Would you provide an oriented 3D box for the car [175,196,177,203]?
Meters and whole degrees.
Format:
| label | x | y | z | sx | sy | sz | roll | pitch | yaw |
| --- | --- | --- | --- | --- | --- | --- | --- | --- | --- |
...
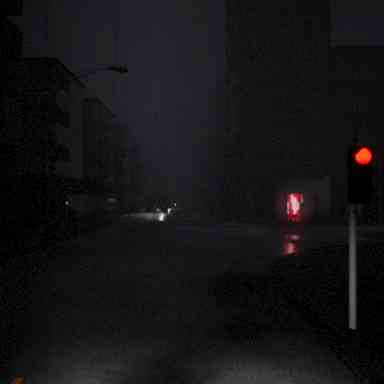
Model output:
| label | x | y | z | sx | sy | sz | roll | pitch | yaw |
| --- | --- | --- | --- | --- | --- | --- | --- | --- | --- |
| car | -4.035 | 1.538 | 67.358 | 1.837 | 1.490 | 4.892 | 0 | 0 | 0 |

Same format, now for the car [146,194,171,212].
| label | x | y | z | sx | sy | sz | roll | pitch | yaw |
| --- | --- | --- | --- | --- | --- | --- | --- | --- | --- |
| car | -4.125 | 1.239 | 39.796 | 2.150 | 2.045 | 5.566 | 0 | 0 | 0 |

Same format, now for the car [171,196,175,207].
| label | x | y | z | sx | sy | sz | roll | pitch | yaw |
| --- | --- | --- | --- | --- | --- | --- | --- | --- | --- |
| car | -4.115 | 1.500 | 50.163 | 1.882 | 1.535 | 5.008 | 0 | 0 | 0 |
